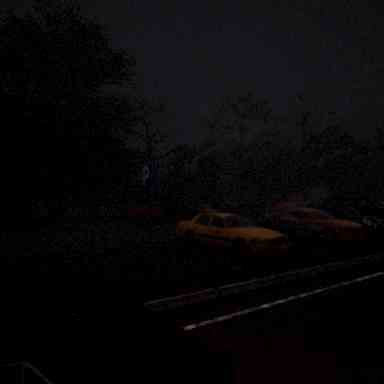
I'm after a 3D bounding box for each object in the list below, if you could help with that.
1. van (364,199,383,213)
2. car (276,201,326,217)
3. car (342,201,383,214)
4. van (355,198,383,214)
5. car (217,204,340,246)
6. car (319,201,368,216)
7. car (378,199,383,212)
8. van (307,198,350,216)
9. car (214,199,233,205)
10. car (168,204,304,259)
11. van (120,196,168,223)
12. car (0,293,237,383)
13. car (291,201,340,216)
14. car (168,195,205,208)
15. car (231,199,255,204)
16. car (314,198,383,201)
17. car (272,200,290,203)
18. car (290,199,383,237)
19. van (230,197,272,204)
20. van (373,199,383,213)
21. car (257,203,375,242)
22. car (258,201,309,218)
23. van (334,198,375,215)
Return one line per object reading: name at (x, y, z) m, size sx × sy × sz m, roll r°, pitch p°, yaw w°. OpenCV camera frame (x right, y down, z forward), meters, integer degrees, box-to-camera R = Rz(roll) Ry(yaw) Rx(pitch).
van at (27.637, 2.029, 48.174) m, size 1.878 × 1.987 × 4.442 m, roll 2°, pitch -1°, yaw -35°
car at (11.931, 1.843, 36.829) m, size 2.097 × 1.535 × 5.008 m, roll 1°, pitch -1°, yaw -35°
car at (23.201, 2.093, 44.876) m, size 2.097 × 1.535 × 5.008 m, roll 1°, pitch -1°, yaw -35°
van at (25.409, 1.930, 46.300) m, size 1.878 × 1.987 × 4.442 m, roll 2°, pitch -1°, yaw -35°
car at (3.549, 1.516, 14.805) m, size 2.231 × 1.521 × 4.892 m, roll 1°, pitch 0°, yaw -35°
car at (18.802, 1.990, 41.507) m, size 1.946 × 1.575 × 5.366 m, roll 1°, pitch -1°, yaw -36°
car at (32.129, 2.188, 51.198) m, size 2.435 × 2.045 × 5.566 m, roll 2°, pitch -1°, yaw -35°
van at (16.374, 1.717, 40.147) m, size 1.878 × 1.987 × 4.442 m, roll 1°, pitch -1°, yaw -35°
car at (0.760, 1.592, 28.645) m, size 1.946 × 1.575 × 5.366 m, roll 1°, pitch -1°, yaw -35°
car at (1.406, 1.486, 13.042) m, size 1.946 × 1.575 × 5.366 m, roll 1°, pitch 0°, yaw -35°
van at (-4.022, 1.290, 25.608) m, size 1.878 × 1.987 × 4.442 m, roll 1°, pitch 0°, yaw -35°
car at (-2.025, 1.601, 2.240) m, size 4.718 × 1.301 × 1.895 m, roll 0°, pitch 0°, yaw -36°
car at (14.187, 1.894, 38.436) m, size 2.231 × 1.521 × 4.892 m, roll 1°, pitch -1°, yaw -35°
car at (-1.614, 1.300, 27.214) m, size 2.435 × 2.045 × 5.566 m, roll 1°, pitch 0°, yaw -35°
car at (2.909, 1.644, 30.397) m, size 2.231 × 1.521 × 4.892 m, roll 1°, pitch -1°, yaw -35°
car at (10.347, 1.389, 19.609) m, size 2.435 × 2.045 × 5.566 m, roll 1°, pitch -1°, yaw -35°
car at (7.437, 1.617, 33.593) m, size 2.185 × 1.767 × 4.553 m, roll 1°, pitch -1°, yaw -35°
car at (8.054, 1.467, 18.048) m, size 2.185 × 1.767 × 4.553 m, roll 1°, pitch -1°, yaw -35°
van at (5.097, 1.467, 32.108) m, size 1.878 × 1.987 × 4.442 m, roll 1°, pitch -1°, yaw -35°
van at (29.789, 2.119, 49.709) m, size 1.878 × 1.987 × 4.442 m, roll 2°, pitch -1°, yaw -35°
car at (5.806, 1.550, 16.415) m, size 2.097 × 1.535 × 5.008 m, roll 1°, pitch -1°, yaw -35°
car at (9.573, 1.790, 35.149) m, size 2.097 × 1.535 × 5.008 m, roll 1°, pitch -1°, yaw -35°
van at (21.020, 1.817, 43.171) m, size 1.878 × 1.987 × 4.442 m, roll 1°, pitch -1°, yaw -35°
